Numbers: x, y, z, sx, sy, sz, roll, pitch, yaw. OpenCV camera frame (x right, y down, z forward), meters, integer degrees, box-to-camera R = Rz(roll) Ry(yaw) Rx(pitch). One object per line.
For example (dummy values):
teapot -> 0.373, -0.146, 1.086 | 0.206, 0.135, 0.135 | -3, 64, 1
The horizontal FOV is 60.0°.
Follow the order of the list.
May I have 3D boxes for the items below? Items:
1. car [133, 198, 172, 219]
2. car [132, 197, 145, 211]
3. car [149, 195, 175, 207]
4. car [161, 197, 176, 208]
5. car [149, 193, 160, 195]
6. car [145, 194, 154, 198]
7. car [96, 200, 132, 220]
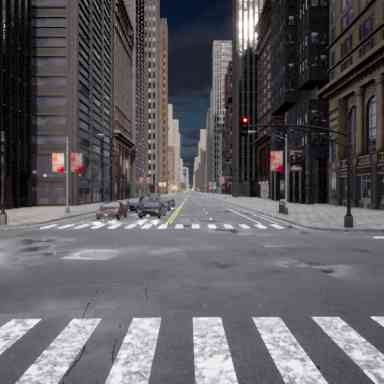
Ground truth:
car -> -3.383, 1.531, 29.483 | 2.033, 1.411, 5.357 | 0, 0, 4
car -> -6.675, 1.577, 37.155 | 1.895, 1.301, 4.718 | 0, 0, 0
car -> -3.426, 1.466, 39.222 | 2.128, 1.511, 4.902 | 0, 0, 0
car -> -3.455, 1.510, 49.774 | 2.033, 1.411, 5.357 | 0, 0, 0
car -> -6.680, 1.170, 57.844 | 2.150, 2.045, 5.566 | 0, 0, 1
car -> -6.696, 1.470, 47.395 | 1.837, 1.490, 4.892 | 0, 0, 0
car -> -6.655, 1.510, 28.047 | 1.812, 1.442, 4.674 | 0, 0, 0
